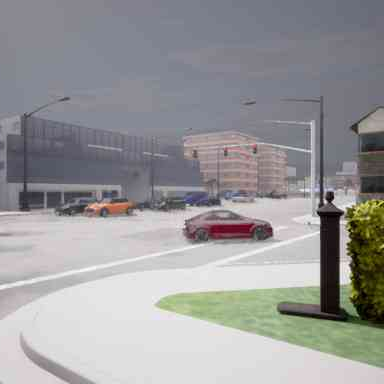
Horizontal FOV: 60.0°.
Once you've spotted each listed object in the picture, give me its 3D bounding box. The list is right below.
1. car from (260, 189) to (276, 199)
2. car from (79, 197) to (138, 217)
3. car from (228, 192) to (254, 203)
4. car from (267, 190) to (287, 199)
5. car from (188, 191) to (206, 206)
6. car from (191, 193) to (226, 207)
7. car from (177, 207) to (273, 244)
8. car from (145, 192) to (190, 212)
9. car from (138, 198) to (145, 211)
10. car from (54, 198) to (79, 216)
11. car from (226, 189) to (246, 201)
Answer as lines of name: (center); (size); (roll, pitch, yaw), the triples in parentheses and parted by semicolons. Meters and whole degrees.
car: (16.437, 0.376, 70.849); (2.150, 2.045, 5.566); (0, 0, 35)
car: (-7.614, 1.301, 30.589); (2.097, 1.767, 4.553); (0, 0, 35)
car: (8.066, 1.057, 52.961); (1.895, 1.301, 4.718); (0, 2, 35)
car: (17.105, 0.781, 65.708); (1.895, 1.301, 4.718); (0, 0, 35)
car: (0.229, 0.915, 47.883); (2.150, 2.045, 5.566); (0, 1, 35)
car: (2.262, 1.293, 44.686); (1.994, 1.385, 4.181); (0, 1, 35)
car: (1.621, 1.549, 15.563); (4.181, 1.385, 1.994); (0, 0, -11)
car: (-2.684, 1.240, 37.612); (2.097, 1.767, 4.553); (0, 1, 35)
car: (-5.451, 1.433, 39.782); (2.033, 1.411, 5.357); (0, 1, 35)
car: (-10.874, 1.306, 32.030); (2.097, 1.767, 4.553); (0, 0, 35)
car: (7.774, 0.562, 58.630); (2.150, 2.045, 5.566); (0, 1, 35)
